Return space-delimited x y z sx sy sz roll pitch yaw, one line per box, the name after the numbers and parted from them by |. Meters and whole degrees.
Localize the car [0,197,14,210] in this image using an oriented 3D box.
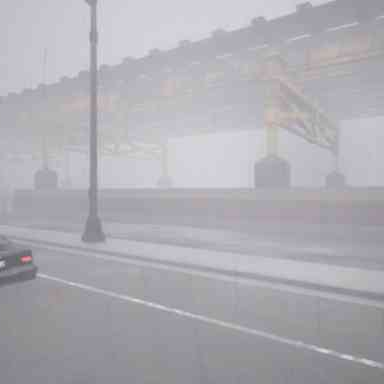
-22.556 1.231 39.554 4.536 1.218 1.853 0 0 -1 | car

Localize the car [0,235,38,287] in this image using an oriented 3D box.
-6.004 1.533 8.267 5.357 1.411 2.033 0 0 35 | car
